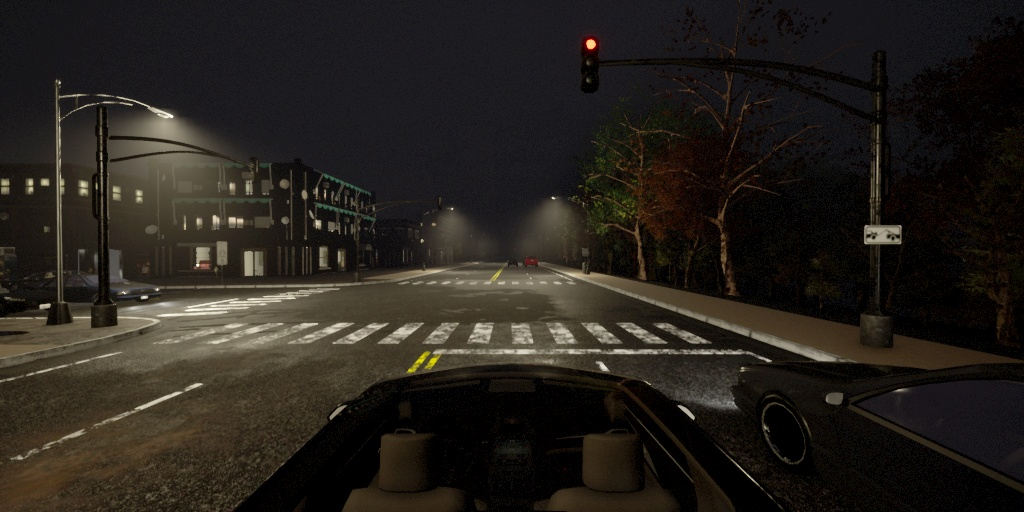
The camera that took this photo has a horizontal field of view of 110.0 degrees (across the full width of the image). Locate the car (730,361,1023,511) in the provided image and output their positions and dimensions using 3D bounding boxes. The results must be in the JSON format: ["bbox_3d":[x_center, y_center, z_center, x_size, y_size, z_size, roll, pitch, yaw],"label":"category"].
[{"bbox_3d":[3.327,1.297,1.672,2.033,1.411,5.357,0,0,3],"label":"car"}]

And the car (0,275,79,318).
[{"bbox_3d":[-19.935,1.565,13.654,4.313,1.339,1.948,0,0,0],"label":"car"}]

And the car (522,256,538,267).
[{"bbox_3d":[3.416,0.948,63.877,2.150,2.045,5.566,0,0,0],"label":"car"}]

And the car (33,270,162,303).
[{"bbox_3d":[-19.287,1.511,16.380,5.357,1.411,2.033,-1,1,3],"label":"car"}]
